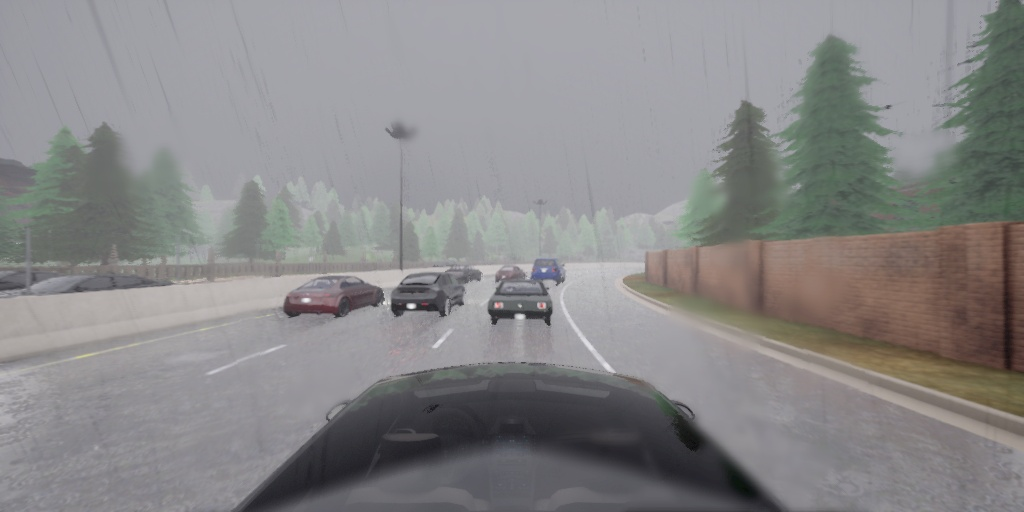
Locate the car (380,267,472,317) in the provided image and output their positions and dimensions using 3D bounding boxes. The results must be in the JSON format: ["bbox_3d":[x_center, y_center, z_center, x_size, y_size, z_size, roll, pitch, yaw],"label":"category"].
[{"bbox_3d":[-3.016,1.359,13.771,1.837,1.490,4.892,0,0,4],"label":"car"}]

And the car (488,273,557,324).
[{"bbox_3d":[0.360,1.442,12.321,1.895,1.301,4.718,0,0,3],"label":"car"}]

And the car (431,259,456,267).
[{"bbox_3d":[-10.170,1.175,54.334,2.097,1.767,4.553,0,-1,26],"label":"car"}]

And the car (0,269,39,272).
[{"bbox_3d":[-20.656,1.340,14.703,1.882,1.535,5.008,0,0,4],"label":"car"}]

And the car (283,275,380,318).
[{"bbox_3d":[-6.526,1.417,13.604,1.994,1.385,4.181,0,-1,4],"label":"car"}]

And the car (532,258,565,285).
[{"bbox_3d":[3.011,1.207,28.976,2.150,2.045,5.566,0,-1,14],"label":"car"}]

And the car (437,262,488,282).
[{"bbox_3d":[-3.939,1.484,29.778,2.128,1.511,4.902,0,-1,14],"label":"car"}]

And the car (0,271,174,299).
[{"bbox_3d":[-13.868,1.313,11.552,1.882,1.535,5.008,0,0,3],"label":"car"}]

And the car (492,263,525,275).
[{"bbox_3d":[-0.083,1.527,30.842,1.812,1.442,4.674,0,-1,14],"label":"car"}]

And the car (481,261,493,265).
[{"bbox_3d":[-3.886,1.388,51.248,1.895,1.301,4.718,0,-1,26],"label":"car"}]
